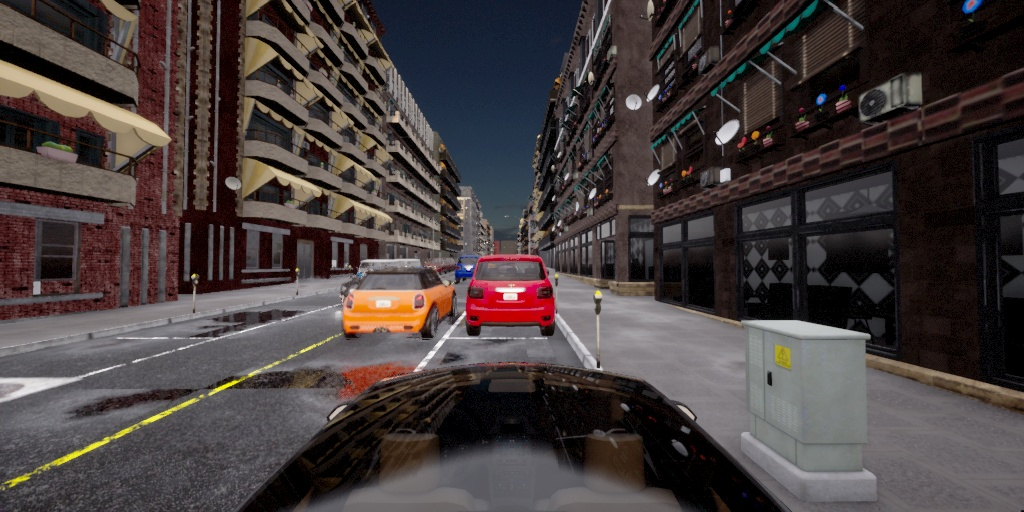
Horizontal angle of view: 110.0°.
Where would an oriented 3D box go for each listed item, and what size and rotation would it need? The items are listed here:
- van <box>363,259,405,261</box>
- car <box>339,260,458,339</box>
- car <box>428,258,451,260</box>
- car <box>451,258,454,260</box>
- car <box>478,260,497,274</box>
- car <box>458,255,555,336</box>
[{"bbox_3d":[-8.327,1.108,22.604,1.690,1.789,3.998,0,0,0],"label":"van"},{"bbox_3d":[-2.917,1.108,10.250,2.097,1.767,4.553,0,0,0],"label":"car"},{"bbox_3d":[-8.321,1.115,39.196,2.192,1.841,5.009,0,0,0],"label":"car"},{"bbox_3d":[-3.011,0.997,27.664,2.150,2.045,5.566,0,0,0],"label":"car"},{"bbox_3d":[-2.908,1.288,43.644,1.882,1.535,5.008,0,0,0],"label":"car"},{"bbox_3d":[-0.036,0.983,10.532,2.150,2.045,5.566,0,0,0],"label":"car"}]
